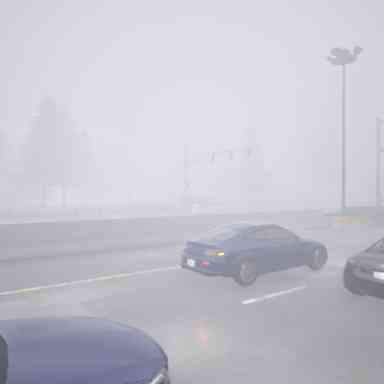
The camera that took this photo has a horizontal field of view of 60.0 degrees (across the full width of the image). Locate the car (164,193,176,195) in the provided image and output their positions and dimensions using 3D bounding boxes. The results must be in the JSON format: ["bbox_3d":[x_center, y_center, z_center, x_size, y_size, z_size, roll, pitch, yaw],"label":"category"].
[{"bbox_3d":[-4.072,1.333,73.629,2.150,2.045,5.566,0,0,-18],"label":"car"}]

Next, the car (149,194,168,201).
[{"bbox_3d":[-7.421,1.639,72.601,2.033,1.411,5.357,0,0,-18],"label":"car"}]

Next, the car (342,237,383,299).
[{"bbox_3d":[5.296,1.587,7.522,4.181,1.385,1.994,0,0,-35],"label":"car"}]

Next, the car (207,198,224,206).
[{"bbox_3d":[3.150,1.643,55.710,2.033,1.411,5.357,0,0,-29],"label":"car"}]

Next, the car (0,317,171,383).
[{"bbox_3d":[-2.300,1.523,2.072,4.674,1.442,1.812,0,0,-36],"label":"car"}]

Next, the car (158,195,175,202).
[{"bbox_3d":[-4.354,1.692,63.488,1.895,1.301,4.718,0,0,-22],"label":"car"}]

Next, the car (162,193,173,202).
[{"bbox_3d":[-6.176,1.345,83.822,2.150,2.045,5.566,0,0,-10],"label":"car"}]

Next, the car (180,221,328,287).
[{"bbox_3d":[1.858,1.544,9.366,4.674,1.442,1.812,0,0,-35],"label":"car"}]

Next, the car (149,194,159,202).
[{"bbox_3d":[-9.480,1.465,82.294,2.097,1.767,4.553,0,0,-10],"label":"car"}]

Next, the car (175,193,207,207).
[{"bbox_3d":[-0.209,1.308,54.659,2.150,2.045,5.566,0,0,-28],"label":"car"}]
